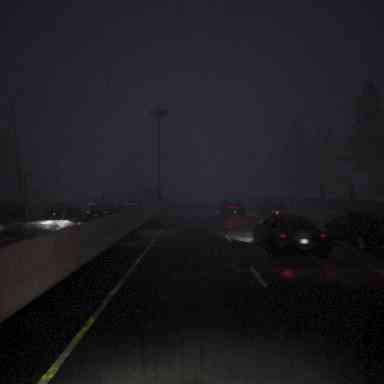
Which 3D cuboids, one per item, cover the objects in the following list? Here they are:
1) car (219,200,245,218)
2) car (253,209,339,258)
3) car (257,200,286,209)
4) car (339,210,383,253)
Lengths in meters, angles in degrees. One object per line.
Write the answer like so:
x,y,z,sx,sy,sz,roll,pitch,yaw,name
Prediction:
3.592,1.452,29.995,2.128,1.511,4.902,0,0,0,car
3.591,1.547,12.628,1.994,1.385,4.181,0,0,0,car
7.091,1.465,30.043,1.837,1.490,4.892,0,0,0,car
7.094,1.488,13.574,1.837,1.490,4.892,0,0,0,car
